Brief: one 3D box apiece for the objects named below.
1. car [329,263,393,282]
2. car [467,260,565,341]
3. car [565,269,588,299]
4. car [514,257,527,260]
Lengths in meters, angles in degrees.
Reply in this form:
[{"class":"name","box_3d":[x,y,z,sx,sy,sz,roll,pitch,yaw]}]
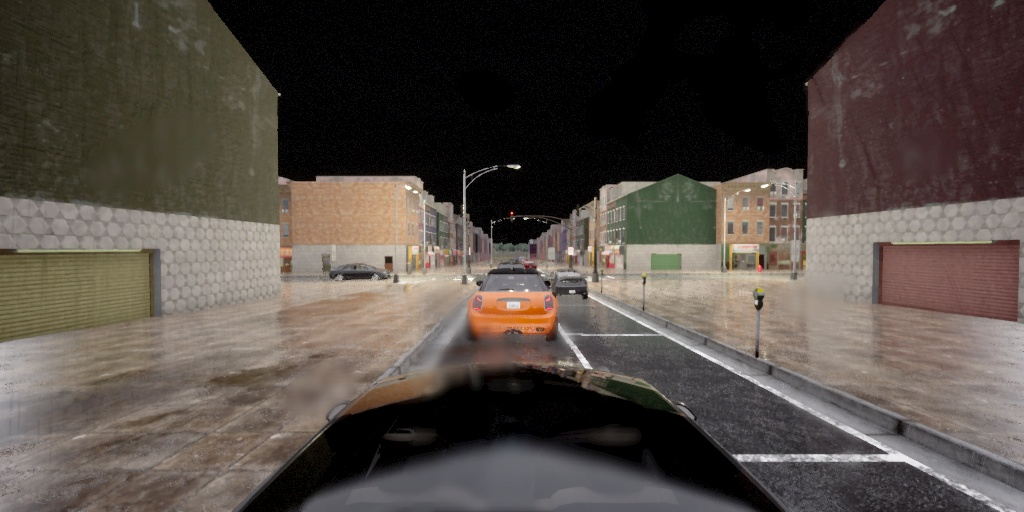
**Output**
[{"class":"car","box_3d":[-12.363,1.363,29.465,4.892,1.490,1.837,0,1,-2]},{"class":"car","box_3d":[0.042,1.100,9.999,2.097,1.767,4.553,0,0,0]},{"class":"car","box_3d":[2.593,1.297,17.570,2.007,1.370,4.403,0,0,0]},{"class":"car","box_3d":[-0.051,1.099,19.890,2.097,1.767,4.553,0,0,0]}]
